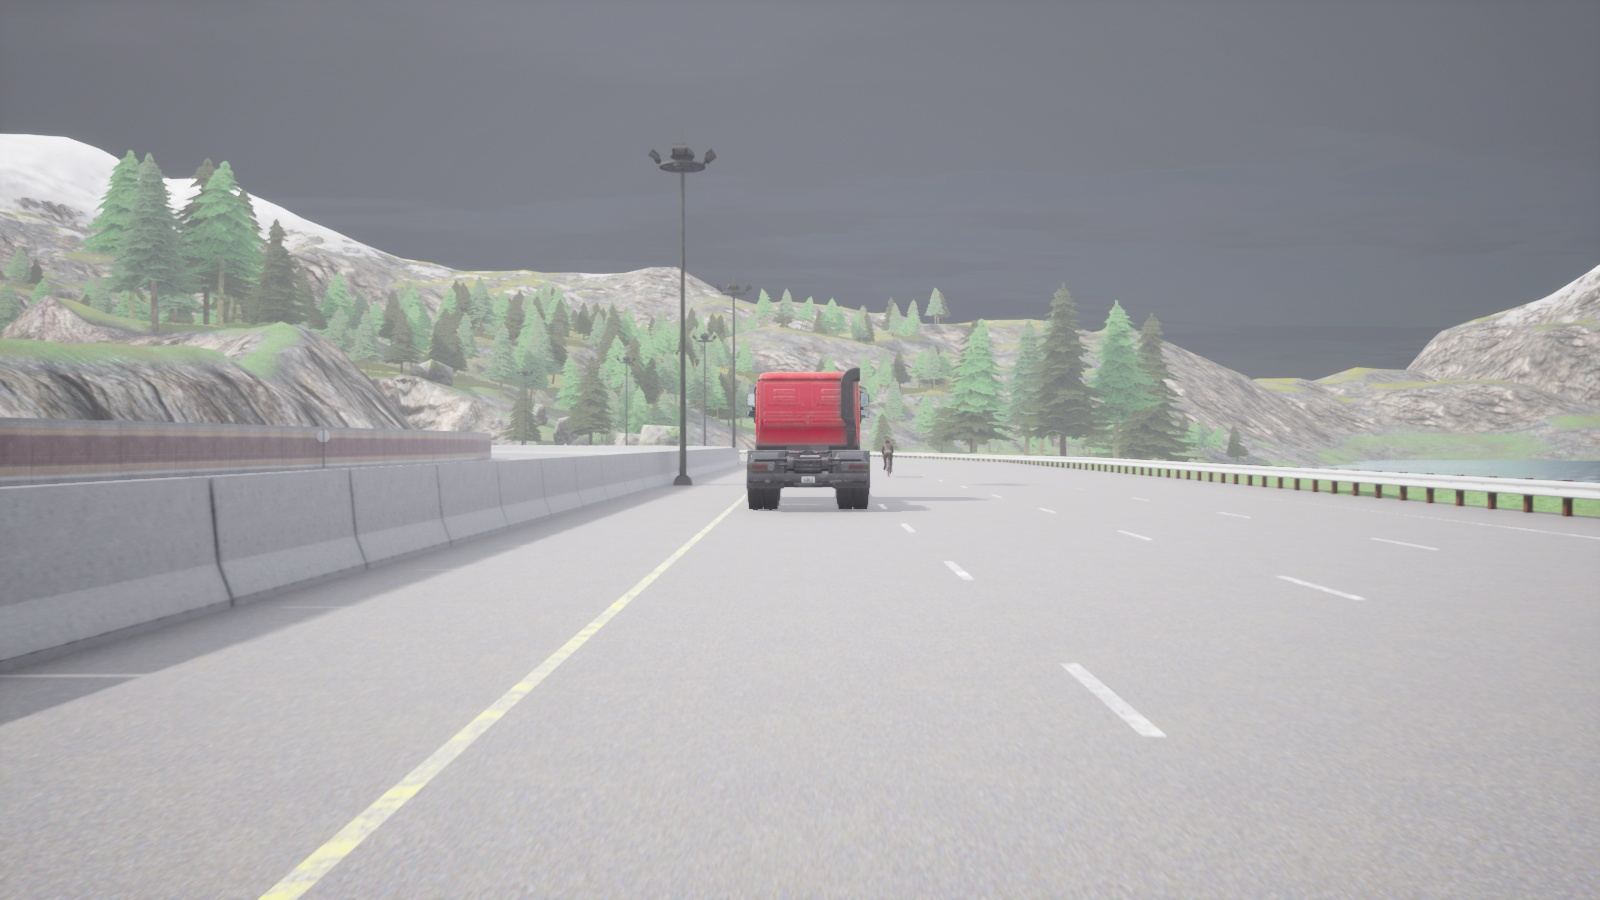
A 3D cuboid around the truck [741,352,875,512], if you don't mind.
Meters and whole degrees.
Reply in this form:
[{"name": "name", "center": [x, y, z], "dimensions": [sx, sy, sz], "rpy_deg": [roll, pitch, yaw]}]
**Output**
[{"name": "truck", "center": [0.195, -0.411, 31.141], "dimensions": [2.891, 3.462, 7.936], "rpy_deg": [0, 0, 0]}]
